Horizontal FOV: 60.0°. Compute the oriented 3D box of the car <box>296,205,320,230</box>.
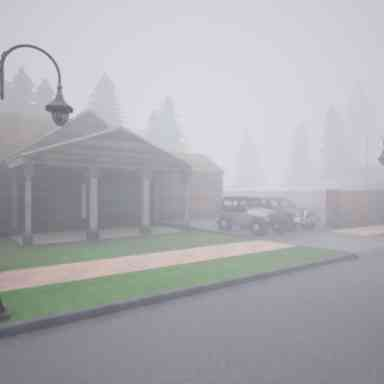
[{"bbox_3d":[4.785,1.168,18.907,1.932,1.855,4.605,0,0,-36],"label":"car"}]

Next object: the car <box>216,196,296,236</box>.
[{"bbox_3d":[2.985,1.172,17.110,1.905,1.878,3.866,0,0,-36],"label":"car"}]
